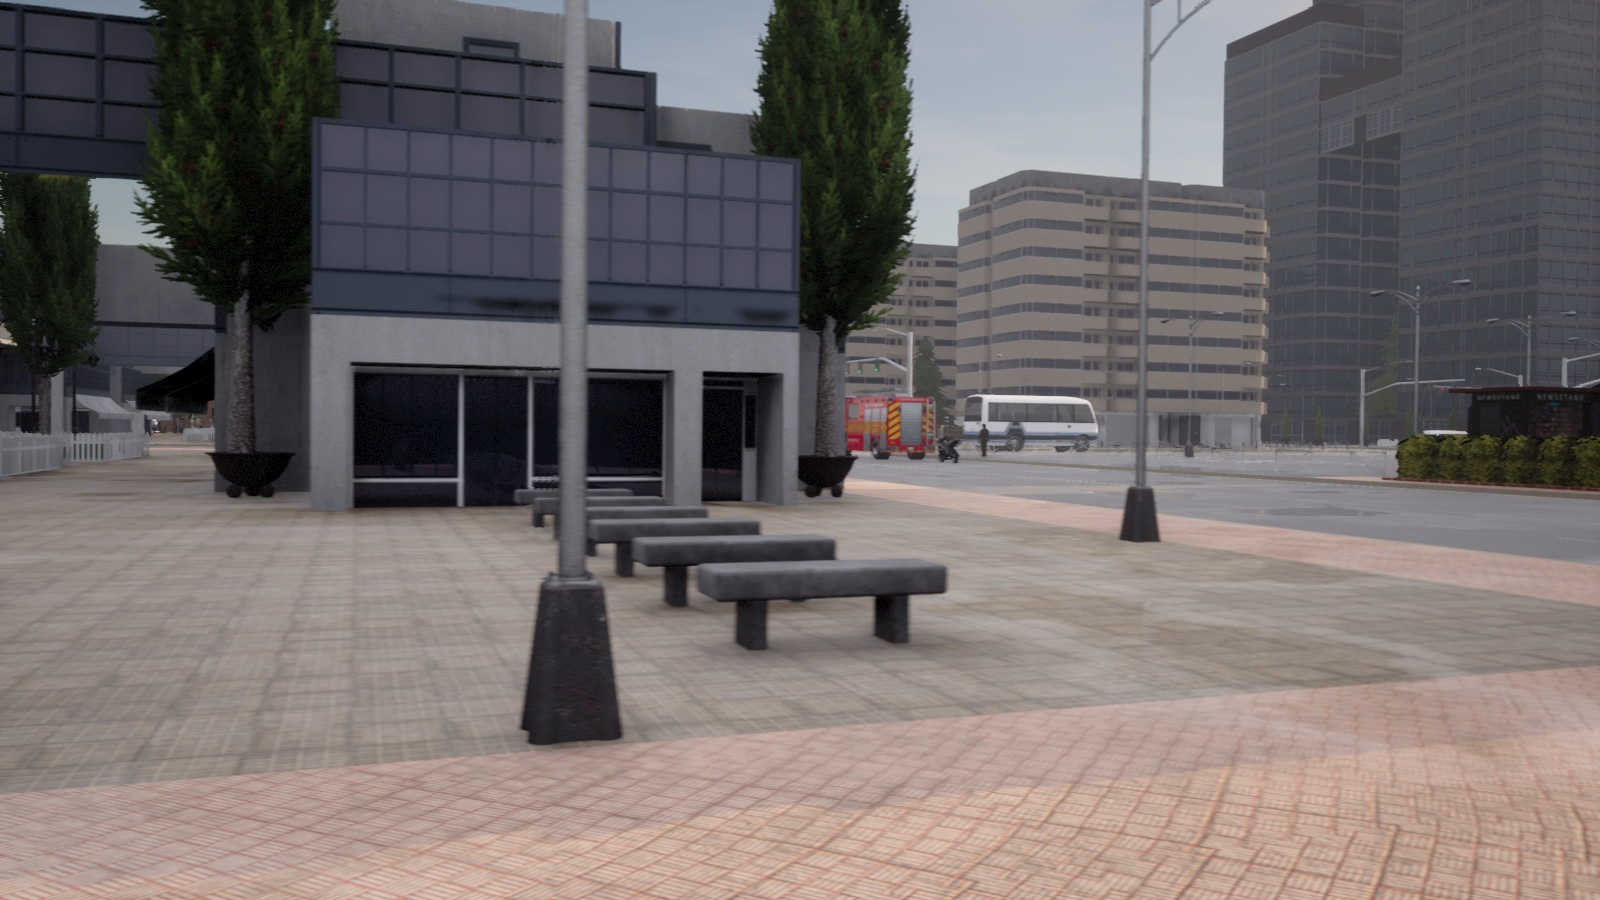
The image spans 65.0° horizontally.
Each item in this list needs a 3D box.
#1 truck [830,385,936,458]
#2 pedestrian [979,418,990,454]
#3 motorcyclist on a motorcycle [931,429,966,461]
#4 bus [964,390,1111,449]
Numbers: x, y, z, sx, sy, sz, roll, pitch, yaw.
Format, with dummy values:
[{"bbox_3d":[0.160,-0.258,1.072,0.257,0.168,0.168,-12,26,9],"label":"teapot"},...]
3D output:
[{"bbox_3d":[4.499,-1.548,70.226,2.891,3.827,8.468,-1,1,-18],"label":"truck"},{"bbox_3d":[10.100,-0.763,68.831,0.395,1.930,0.692,-1,1,-8],"label":"pedestrian"},{"bbox_3d":[7.305,-0.242,61.719,0.866,1.530,2.191,-1,1,-18],"label":"motorcyclist on a motorcycle"},{"bbox_3d":[17.798,-2.290,94.121,10.273,4.253,3.944,-1,1,-20],"label":"bus"}]
